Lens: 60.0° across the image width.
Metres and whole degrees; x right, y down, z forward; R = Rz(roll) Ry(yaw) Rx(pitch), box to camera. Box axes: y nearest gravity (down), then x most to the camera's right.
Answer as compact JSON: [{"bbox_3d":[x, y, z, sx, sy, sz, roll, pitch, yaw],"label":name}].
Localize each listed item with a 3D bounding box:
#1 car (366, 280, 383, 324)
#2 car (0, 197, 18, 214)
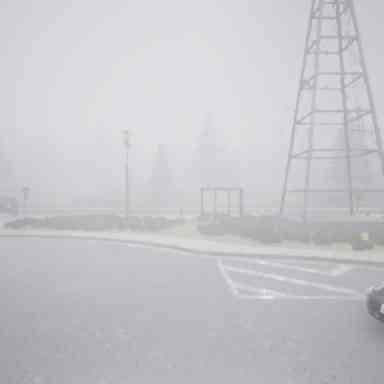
[{"bbox_3d":[4.894,1.566,5.031,3.905,1.438,1.784,0,-1,0],"label":"car"},{"bbox_3d":[-20.266,1.541,35.668,2.150,2.045,5.566,1,-1,-39],"label":"car"}]
